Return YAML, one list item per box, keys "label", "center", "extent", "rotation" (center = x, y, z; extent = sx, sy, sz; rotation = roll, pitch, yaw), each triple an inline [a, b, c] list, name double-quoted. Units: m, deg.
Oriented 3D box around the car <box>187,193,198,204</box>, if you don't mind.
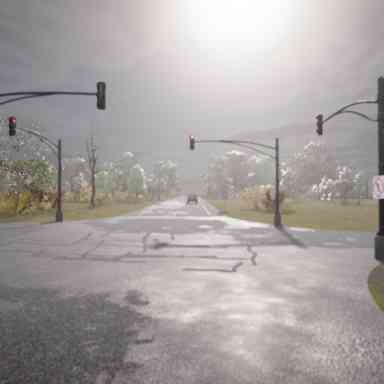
- label: "car"
  center: [0.096, 1.283, 67.771]
  extent: [2.150, 2.045, 5.566]
  rotation: [0, 0, 0]
